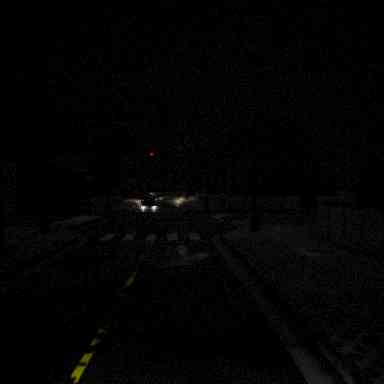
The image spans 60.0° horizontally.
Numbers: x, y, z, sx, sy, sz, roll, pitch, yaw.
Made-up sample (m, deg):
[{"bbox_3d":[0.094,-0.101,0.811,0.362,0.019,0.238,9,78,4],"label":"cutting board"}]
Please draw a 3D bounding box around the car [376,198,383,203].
[{"bbox_3d":[21.344,0.960,33.282,5.566,2.045,2.150,-1,0,-4],"label":"car"}]

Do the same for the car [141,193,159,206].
[{"bbox_3d":[-6.408,1.144,49.567,2.097,1.767,4.553,0,0,-6],"label":"car"}]
